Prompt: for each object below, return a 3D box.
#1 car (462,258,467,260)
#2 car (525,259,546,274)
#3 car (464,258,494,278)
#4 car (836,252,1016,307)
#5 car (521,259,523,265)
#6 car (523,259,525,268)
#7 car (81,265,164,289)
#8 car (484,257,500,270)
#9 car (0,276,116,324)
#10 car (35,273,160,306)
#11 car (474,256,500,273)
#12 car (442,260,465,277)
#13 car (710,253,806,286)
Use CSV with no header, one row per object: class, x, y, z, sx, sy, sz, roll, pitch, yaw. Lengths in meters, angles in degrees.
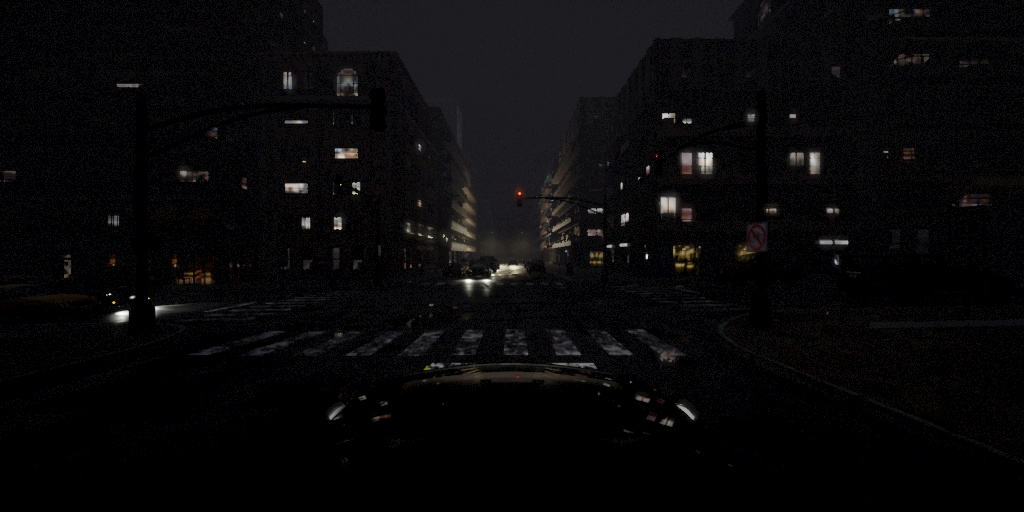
car,-5.593,1.282,40.604,1.751,1.417,4.829,0,0,0
car,2.788,1.196,40.754,1.967,1.591,4.097,0,0,0
car,-3.020,1.232,34.074,1.882,1.535,5.008,0,0,0
car,14.738,0.774,12.996,5.009,1.841,2.192,0,0,0
car,2.831,1.346,57.802,1.802,1.307,4.207,0,0,0
car,2.802,1.199,46.437,1.967,1.591,4.097,0,0,0
car,-23.550,1.462,21.106,5.009,1.841,2.192,0,0,0
car,-2.953,1.115,54.389,2.097,1.767,4.553,0,0,0
car,-17.602,1.585,12.795,4.829,1.417,1.751,0,0,0
car,-18.288,1.627,15.380,4.181,1.385,1.994,-1,0,0
car,-2.993,0.979,44.056,2.150,2.045,5.566,0,0,0
car,-5.606,1.321,35.091,1.948,1.339,4.313,0,0,0
car,14.625,0.758,21.376,5.009,1.841,2.192,0,0,0
